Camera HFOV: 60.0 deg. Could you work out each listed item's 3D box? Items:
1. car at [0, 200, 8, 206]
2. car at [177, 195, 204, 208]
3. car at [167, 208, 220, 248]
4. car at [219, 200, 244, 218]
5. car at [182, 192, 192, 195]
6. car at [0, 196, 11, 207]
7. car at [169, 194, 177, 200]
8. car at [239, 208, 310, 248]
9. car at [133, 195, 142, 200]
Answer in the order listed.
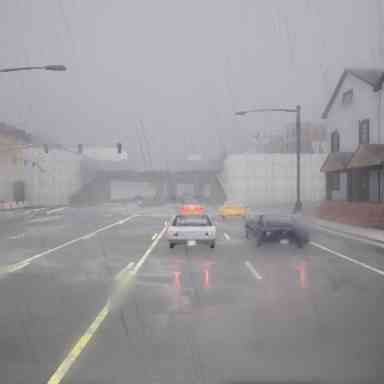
[{"bbox_3d":[-28.994,1.292,47.575,1.853,1.218,4.536,0,0,29],"label":"car"},{"bbox_3d":[-0.002,1.371,29.621,2.097,1.767,4.553,0,0,0],"label":"car"},{"bbox_3d":[0.000,1.614,14.680,1.895,1.301,4.718,0,0,0],"label":"car"},{"bbox_3d":[3.499,1.490,29.651,1.882,1.535,5.008,0,0,0],"label":"car"},{"bbox_3d":[-1.359,1.118,87.914,2.150,2.045,5.566,0,0,2],"label":"car"},{"bbox_3d":[-28.970,1.450,47.621,2.038,1.542,4.974,0,0,29],"label":"car"},{"bbox_3d":[-4.857,1.367,87.796,1.882,1.535,5.008,0,0,2],"label":"car"},{"bbox_3d":[3.500,1.614,14.680,1.895,1.301,4.718,0,0,0],"label":"car"},{"bbox_3d":[-15.211,1.519,92.914,1.812,1.442,4.674,0,0,2],"label":"car"}]
